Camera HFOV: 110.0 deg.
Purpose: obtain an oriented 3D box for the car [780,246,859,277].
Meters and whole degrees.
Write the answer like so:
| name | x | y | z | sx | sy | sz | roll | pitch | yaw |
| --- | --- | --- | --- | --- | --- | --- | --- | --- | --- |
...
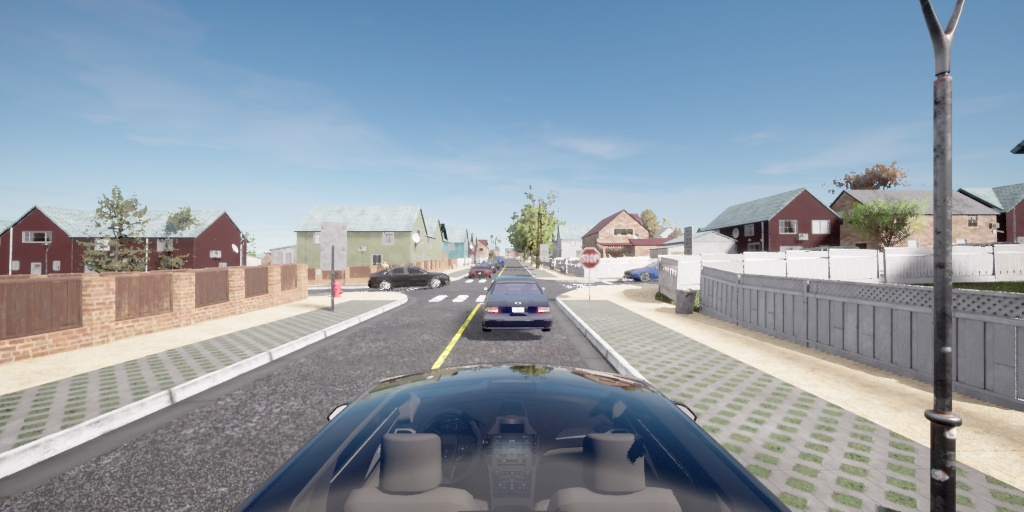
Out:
| name | x | y | z | sx | sy | sz | roll | pitch | yaw |
| --- | --- | --- | --- | --- | --- | --- | --- | --- | --- |
| car | 20.688 | 0.409 | 24.395 | 5.566 | 2.045 | 2.150 | -2 | -1 | 0 |

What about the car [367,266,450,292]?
| name | x | y | z | sx | sy | sz | roll | pitch | yaw |
| --- | --- | --- | --- | --- | --- | --- | --- | --- | --- |
| car | -6.327 | 1.363 | 22.204 | 4.892 | 1.490 | 1.837 | -2 | -1 | -15 |

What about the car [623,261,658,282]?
| name | x | y | z | sx | sy | sz | roll | pitch | yaw |
| --- | --- | --- | --- | --- | --- | --- | --- | --- | --- |
| car | 10.409 | 1.013 | 24.385 | 5.357 | 1.411 | 2.033 | -2 | -1 | 1 |

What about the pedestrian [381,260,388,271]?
| name | x | y | z | sx | sy | sz | roll | pitch | yaw |
| --- | --- | --- | --- | --- | --- | --- | --- | --- | --- |
| pedestrian | -9.644 | 1.212 | 27.177 | 0.375 | 1.860 | 0.375 | 0 | 0 | 0 |

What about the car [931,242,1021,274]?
| name | x | y | z | sx | sy | sz | roll | pitch | yaw |
| --- | --- | --- | --- | --- | --- | --- | --- | --- | --- |
| car | 31.406 | 0.122 | 24.426 | 5.566 | 2.045 | 2.150 | -2 | -1 | 0 |

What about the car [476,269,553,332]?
| name | x | y | z | sx | sy | sz | roll | pitch | yaw |
| --- | --- | --- | --- | --- | --- | --- | --- | --- | --- |
| car | 0.093 | 1.300 | 10.848 | 2.033 | 1.411 | 5.357 | 0 | 0 | -1 |

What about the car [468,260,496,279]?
| name | x | y | z | sx | sy | sz | roll | pitch | yaw |
| --- | --- | --- | --- | --- | --- | --- | --- | --- | --- |
| car | -2.792 | 1.316 | 32.801 | 1.994 | 1.385 | 4.181 | 0 | 0 | 0 |

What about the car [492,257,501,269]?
| name | x | y | z | sx | sy | sz | roll | pitch | yaw |
| --- | --- | --- | --- | --- | --- | --- | --- | --- | --- |
| car | -2.770 | 1.243 | 41.768 | 2.128 | 1.511 | 4.902 | 0 | 0 | 0 |
